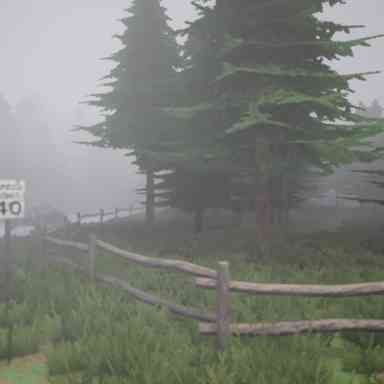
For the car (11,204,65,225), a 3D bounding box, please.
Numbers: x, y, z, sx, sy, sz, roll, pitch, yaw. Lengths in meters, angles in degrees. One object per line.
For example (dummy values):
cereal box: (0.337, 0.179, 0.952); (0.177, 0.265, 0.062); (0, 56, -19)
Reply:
car: (-10.794, 1.608, 23.514); (2.097, 1.767, 4.553); (0, -1, 4)
